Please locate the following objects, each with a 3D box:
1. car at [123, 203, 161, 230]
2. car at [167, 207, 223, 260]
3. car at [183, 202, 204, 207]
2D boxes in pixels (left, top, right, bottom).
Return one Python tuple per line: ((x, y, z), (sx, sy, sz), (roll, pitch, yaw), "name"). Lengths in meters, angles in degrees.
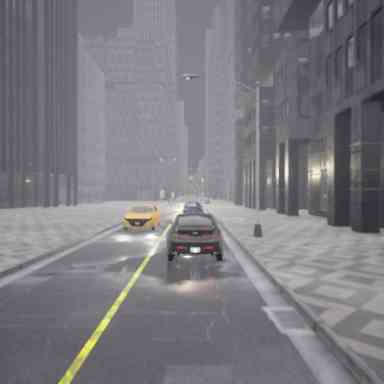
((-3.097, 1.518, 21.350), (1.882, 1.535, 5.008), (0, 0, 0), "car")
((0.099, 1.513, 12.525), (1.837, 1.490, 4.892), (0, 0, 0), "car")
((0.097, 1.628, 31.238), (1.812, 1.442, 4.674), (0, 0, 0), "car")
